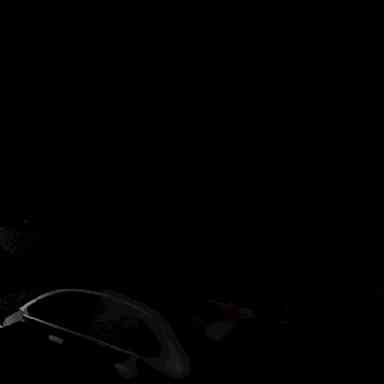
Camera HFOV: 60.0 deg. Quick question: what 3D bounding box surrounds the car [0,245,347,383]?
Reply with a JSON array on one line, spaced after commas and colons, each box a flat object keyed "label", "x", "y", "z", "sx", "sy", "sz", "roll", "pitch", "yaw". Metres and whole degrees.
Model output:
[{"label": "car", "x": -0.743, "y": 1.506, "z": 3.616, "sx": 4.403, "sy": 1.369, "sz": 2.008, "roll": 1, "pitch": 1, "yaw": 36}]
